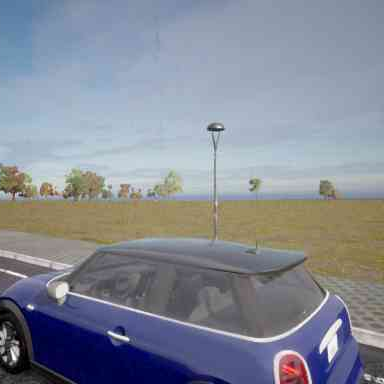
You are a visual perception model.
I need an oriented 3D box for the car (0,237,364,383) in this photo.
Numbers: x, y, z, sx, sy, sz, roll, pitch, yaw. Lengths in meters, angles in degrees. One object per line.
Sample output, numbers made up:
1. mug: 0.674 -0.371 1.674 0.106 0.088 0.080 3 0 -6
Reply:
1. car: -0.516 1.353 4.096 4.553 1.767 2.097 0 0 36
